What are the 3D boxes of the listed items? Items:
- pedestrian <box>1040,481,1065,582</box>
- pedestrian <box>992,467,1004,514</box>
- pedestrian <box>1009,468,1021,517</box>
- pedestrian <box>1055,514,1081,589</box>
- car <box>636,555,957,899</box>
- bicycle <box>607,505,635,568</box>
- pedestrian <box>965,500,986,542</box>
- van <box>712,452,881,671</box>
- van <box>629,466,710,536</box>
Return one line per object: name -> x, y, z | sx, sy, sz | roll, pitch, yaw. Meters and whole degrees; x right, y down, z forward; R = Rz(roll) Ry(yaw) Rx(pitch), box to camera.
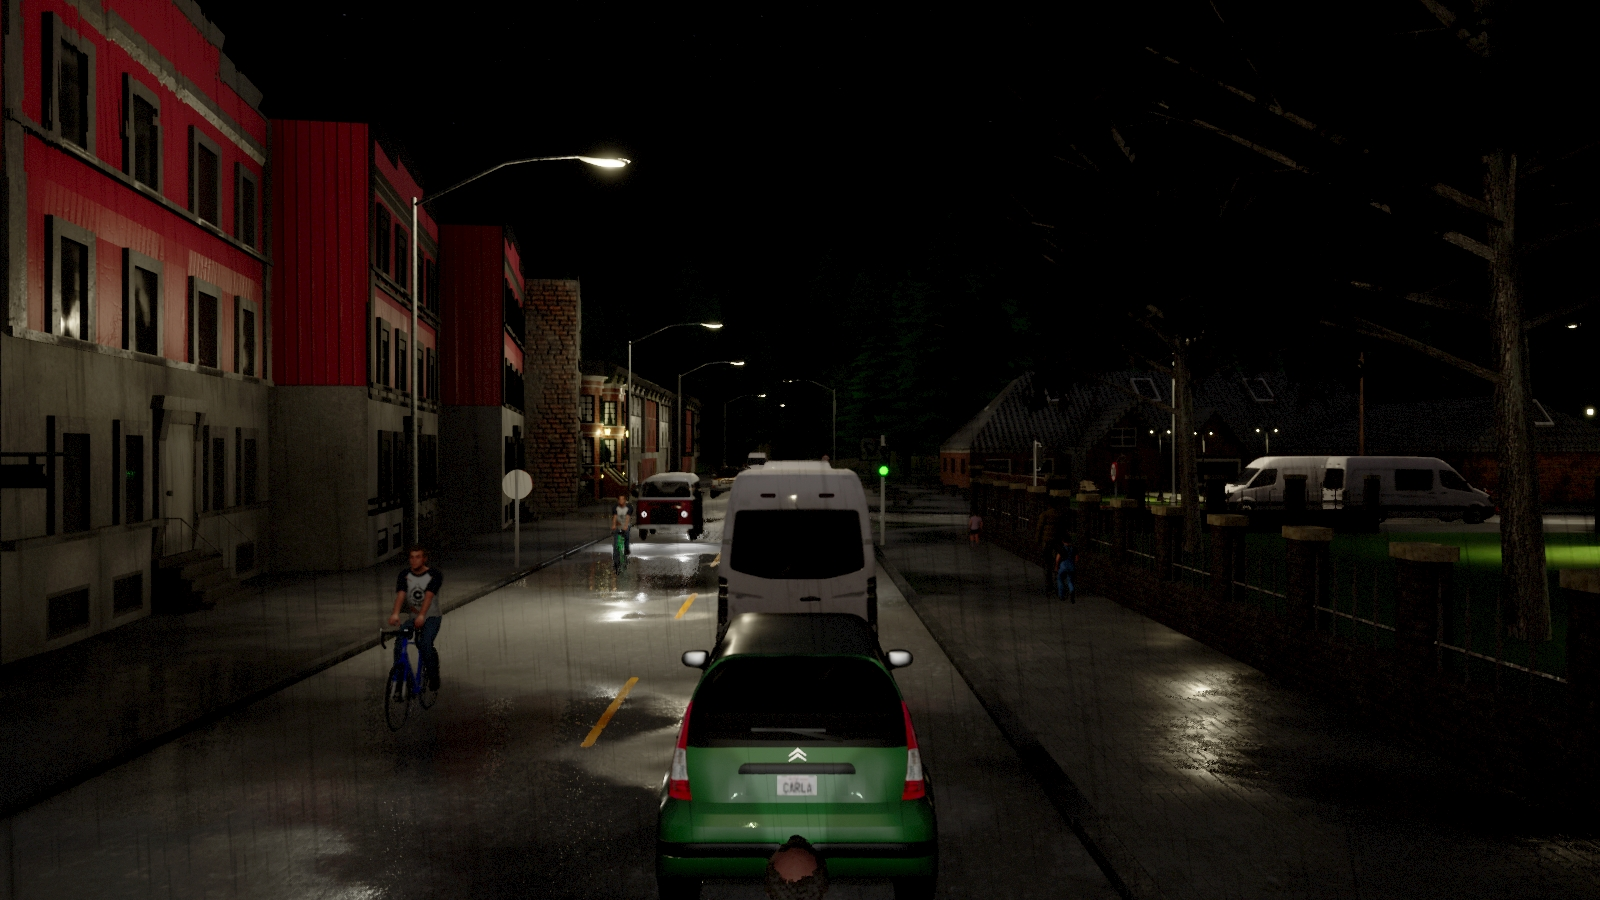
pedestrian -> 4.751, 1.525, 21.505 | 0.375, 1.860, 0.375 | 0, 0, -1
pedestrian -> 7.890, 1.629, 45.574 | 0.375, 1.860, 0.375 | 0, 0, -5
pedestrian -> 8.236, 1.629, 43.843 | 0.375, 1.860, 0.375 | 0, 0, -2
pedestrian -> 4.760, 1.805, 20.316 | 0.375, 1.300, 0.375 | 0, 0, 0
car -> -0.023, 1.780, 8.569 | 1.851, 1.617, 3.988 | 0, 0, 0
bicycle -> -4.061, 1.936, 25.988 | 0.373, 1.296, 1.643 | 0, 0, 0
pedestrian -> 4.745, 1.904, 30.891 | 0.500, 1.100, 0.500 | 0, 0, 0
van -> -0.051, 1.315, 16.391 | 1.988, 2.561, 5.915 | 0, 0, 0
van -> -4.088, 1.562, 36.479 | 2.069, 2.038, 4.480 | 0, 0, 0
